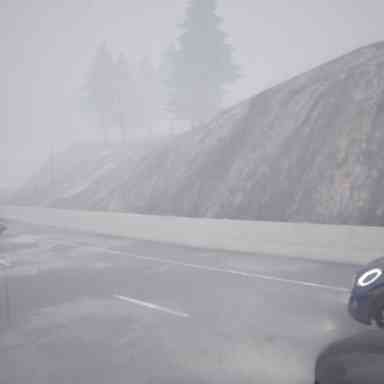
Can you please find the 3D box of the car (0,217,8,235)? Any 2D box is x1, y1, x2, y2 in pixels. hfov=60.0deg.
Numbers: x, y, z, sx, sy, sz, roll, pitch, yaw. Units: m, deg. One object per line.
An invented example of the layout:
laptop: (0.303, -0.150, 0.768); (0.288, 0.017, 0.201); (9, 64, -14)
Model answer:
car: (-12.183, 1.686, 18.756); (5.357, 1.411, 2.033); (0, 0, 43)

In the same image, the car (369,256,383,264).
car: (4.838, 1.366, 4.927); (4.553, 1.767, 2.097); (0, 0, 35)

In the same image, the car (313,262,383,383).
car: (3.109, 1.528, 1.837); (4.674, 1.442, 1.812); (0, 0, 35)
